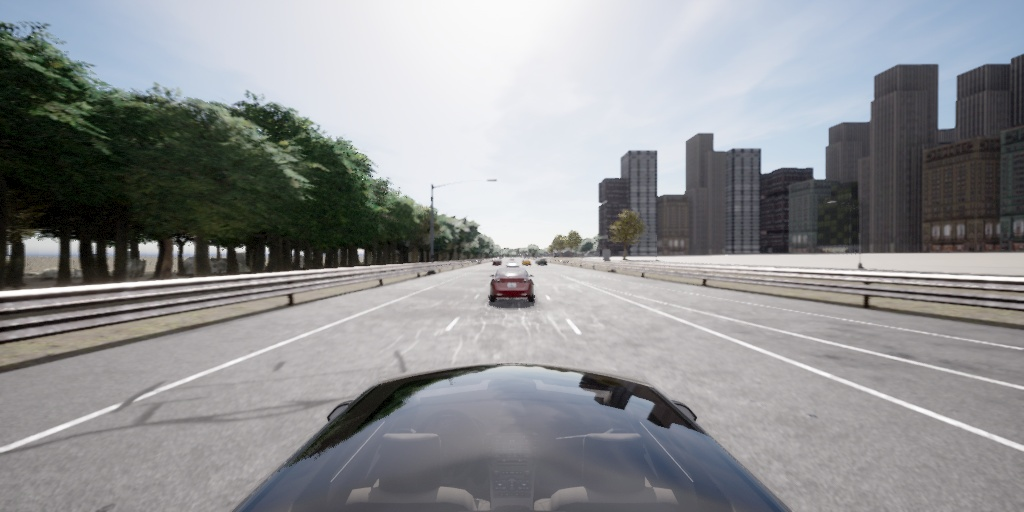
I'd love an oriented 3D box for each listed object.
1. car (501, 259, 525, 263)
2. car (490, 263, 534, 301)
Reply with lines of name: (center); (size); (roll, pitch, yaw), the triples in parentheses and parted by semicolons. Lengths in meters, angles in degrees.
car: (0.092, 1.391, 41.853); (2.033, 1.411, 5.357); (0, 0, 0)
car: (-0.004, 1.276, 17.482); (2.163, 1.488, 4.792); (0, 0, 0)
